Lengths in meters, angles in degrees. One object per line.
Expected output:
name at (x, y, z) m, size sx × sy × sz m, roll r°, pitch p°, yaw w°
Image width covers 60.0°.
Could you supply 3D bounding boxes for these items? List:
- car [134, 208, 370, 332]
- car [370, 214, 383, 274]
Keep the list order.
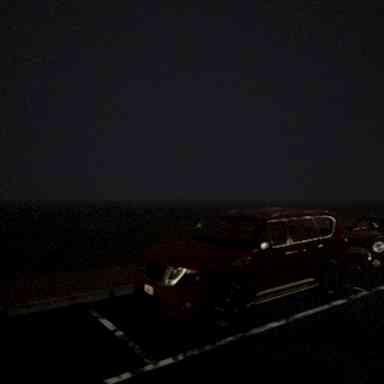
car at (1.329, 1.314, 7.035) m, size 5.009 × 1.841 × 2.192 m, roll 0°, pitch 1°, yaw -36°
car at (5.834, 1.438, 10.253) m, size 4.097 × 1.590 × 1.967 m, roll 0°, pitch 1°, yaw -36°
